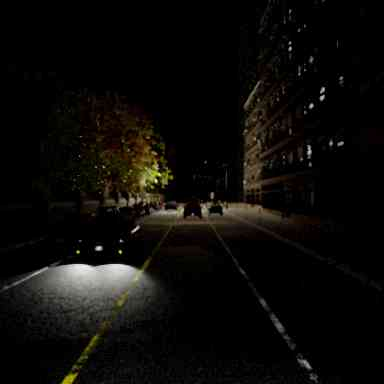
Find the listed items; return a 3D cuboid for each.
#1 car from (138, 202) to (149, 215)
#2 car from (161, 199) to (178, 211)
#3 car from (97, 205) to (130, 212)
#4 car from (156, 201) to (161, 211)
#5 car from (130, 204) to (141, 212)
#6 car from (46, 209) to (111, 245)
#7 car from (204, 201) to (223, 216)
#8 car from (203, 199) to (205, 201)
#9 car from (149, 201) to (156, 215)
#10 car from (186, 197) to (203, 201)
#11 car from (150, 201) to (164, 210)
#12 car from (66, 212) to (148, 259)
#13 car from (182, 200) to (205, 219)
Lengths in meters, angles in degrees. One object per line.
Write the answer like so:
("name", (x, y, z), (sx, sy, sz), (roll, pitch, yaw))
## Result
("car", (-5.700, 1.899, 33.103), (1.752, 1.417, 4.829), (0, -1, 0))
("car", (-3.108, 2.166, 49.729), (1.895, 1.301, 4.718), (0, -1, 0))
("car", (-5.695, 1.689, 22.197), (1.967, 1.590, 4.097), (0, -1, 0))
("car", (-5.784, 2.118, 49.886), (2.008, 1.369, 4.403), (0, -1, 0))
("car", (-5.698, 1.894, 27.734), (1.802, 1.307, 4.206), (0, -1, 0))
("car", (-5.693, 1.753, 16.658), (1.947, 1.339, 4.313), (0, -1, 0))
("car", (2.678, 1.990, 38.817), (2.008, 1.369, 4.403), (0, -1, 0))
("car", (2.656, 2.659, 93.345), (1.947, 1.339, 4.313), (0, -1, 0))
("car", (-5.702, 1.879, 38.813), (1.967, 1.590, 4.097), (0, -1, 0))
("car", (0.048, 1.720, 43.989), (2.150, 2.045, 5.566), (0, -1, 1))
("car", (-5.838, 2.177, 55.426), (1.887, 1.381, 4.507), (0, -1, 0))
("car", (-3.103, 1.711, 13.082), (1.994, 1.385, 4.181), (0, -1, 0))
("car", (0.076, 1.886, 33.838), (1.837, 1.490, 4.892), (0, -1, 0))
